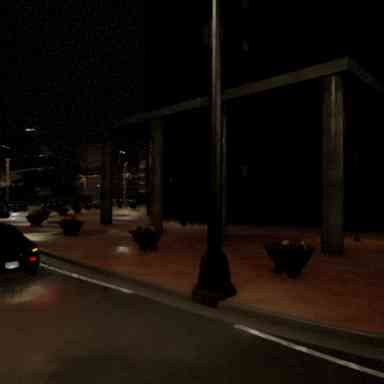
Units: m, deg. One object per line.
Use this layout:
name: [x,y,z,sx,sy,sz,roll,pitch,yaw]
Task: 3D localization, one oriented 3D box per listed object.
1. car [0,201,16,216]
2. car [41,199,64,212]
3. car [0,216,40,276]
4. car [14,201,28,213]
car: [-18.053,1.821,29.969,1.994,1.385,4.181,1,-1,-7]
car: [-19.786,1.832,47.440,2.097,1.767,4.553,1,0,-6]
car: [-6.029,1.610,9.659,4.674,1.442,1.812,0,-1,44]
car: [-23.062,1.899,43.237,1.837,1.490,4.892,1,-1,-5]
